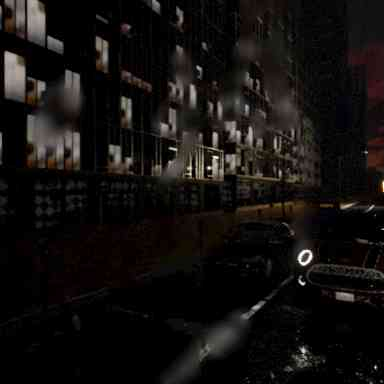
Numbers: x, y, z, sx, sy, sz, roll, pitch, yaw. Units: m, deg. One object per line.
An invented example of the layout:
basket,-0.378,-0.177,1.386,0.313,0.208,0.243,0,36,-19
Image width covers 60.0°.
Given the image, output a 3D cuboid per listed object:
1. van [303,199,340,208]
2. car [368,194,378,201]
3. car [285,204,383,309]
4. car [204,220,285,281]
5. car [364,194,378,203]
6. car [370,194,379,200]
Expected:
van,7.742,1.307,19.641,1.690,1.788,3.998,0,0,31
car,42.740,1.286,78.308,1.887,1.381,4.507,0,0,31
car,3.964,1.340,8.069,2.097,1.767,4.553,0,0,31
car,1.909,1.540,9.864,2.008,1.369,4.403,0,0,31
car,33.991,1.354,63.641,1.887,1.381,4.507,0,0,31
car,45.656,1.284,83.197,1.947,1.339,4.313,0,0,31
